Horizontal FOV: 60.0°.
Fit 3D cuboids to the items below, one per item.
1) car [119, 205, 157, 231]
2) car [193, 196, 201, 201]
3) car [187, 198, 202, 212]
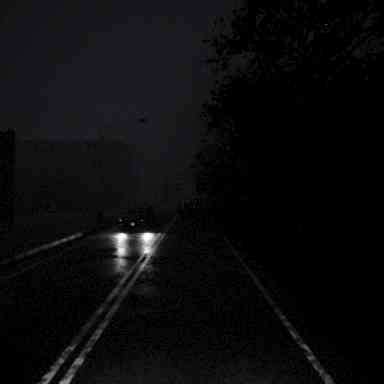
[{"bbox_3d":[-3.325,1.587,21.139,1.837,1.490,4.892,0,-1,0],"label":"car"},{"bbox_3d":[1.369,1.740,87.077,1.895,1.301,4.718,0,0,2],"label":"car"},{"bbox_3d":[0.302,1.766,42.440,2.033,1.411,5.357,0,0,1],"label":"car"}]
